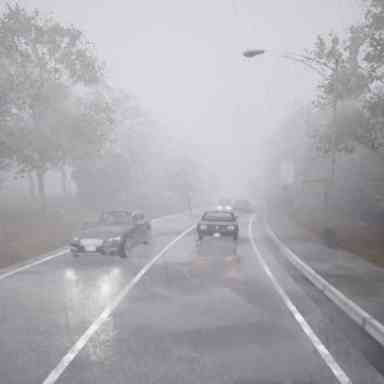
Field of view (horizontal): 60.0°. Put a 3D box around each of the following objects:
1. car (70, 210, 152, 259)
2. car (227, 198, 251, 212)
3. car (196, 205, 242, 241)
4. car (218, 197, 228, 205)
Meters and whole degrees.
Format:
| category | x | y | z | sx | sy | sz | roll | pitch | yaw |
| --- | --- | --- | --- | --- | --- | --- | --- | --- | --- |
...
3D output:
| category | x | y | z | sx | sy | sz | roll | pitch | yaw |
| --- | --- | --- | --- | --- | --- | --- | --- | --- | --- |
| car | -2.806 | 1.444 | 12.523 | 2.128 | 1.511 | 4.902 | 1 | 0 | 6 |
| car | 5.737 | 1.551 | 38.559 | 2.033 | 1.411 | 5.357 | 1 | 0 | 13 |
| car | 1.405 | 1.592 | 16.848 | 1.895 | 1.301 | 4.718 | 1 | 0 | 8 |
| car | 5.312 | 1.535 | 54.115 | 1.895 | 1.301 | 4.718 | 1 | 0 | 11 |
